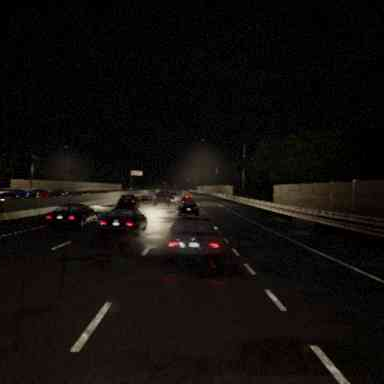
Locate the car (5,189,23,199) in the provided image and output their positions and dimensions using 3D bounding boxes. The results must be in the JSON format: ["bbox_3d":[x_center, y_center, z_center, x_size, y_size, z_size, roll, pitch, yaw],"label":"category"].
[{"bbox_3d":[-28.783,0.277,54.669,1.882,1.535,5.008,2,1,-1],"label":"car"}]

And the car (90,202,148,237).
[{"bbox_3d":[-3.563,1.525,17.929,2.033,1.411,5.357,2,0,-1],"label":"car"}]

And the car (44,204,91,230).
[{"bbox_3d":[-7.100,1.409,20.262,2.033,1.411,5.357,2,0,-1],"label":"car"}]

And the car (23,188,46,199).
[{"bbox_3d":[-25.290,0.264,54.834,2.097,1.767,4.553,2,1,-1],"label":"car"}]

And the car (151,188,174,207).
[{"bbox_3d":[-4.085,0.927,46.774,2.150,2.045,5.566,2,1,-1],"label":"car"}]

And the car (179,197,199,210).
[{"bbox_3d":[-0.329,1.566,33.203,1.994,1.385,4.181,2,1,-1],"label":"car"}]

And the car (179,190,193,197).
[{"bbox_3d":[-0.916,0.968,61.117,2.097,1.767,4.553,2,1,-1],"label":"car"}]

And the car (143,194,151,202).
[{"bbox_3d":[-7.842,0.984,57.835,2.033,1.411,5.357,2,1,-1],"label":"car"}]

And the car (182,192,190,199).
[{"bbox_3d":[-1.489,0.787,82.796,1.882,1.535,5.008,2,1,-2],"label":"car"}]

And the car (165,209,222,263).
[{"bbox_3d":[0.020,1.629,12.398,2.033,1.411,5.357,2,0,-1],"label":"car"}]

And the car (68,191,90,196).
[{"bbox_3d":[-18.305,0.637,54.970,1.837,1.490,4.892,2,1,-1],"label":"car"}]

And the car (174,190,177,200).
[{"bbox_3d":[-4.600,0.965,68.297,1.994,1.385,4.181,2,1,-1],"label":"car"}]

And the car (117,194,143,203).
[{"bbox_3d":[-7.438,1.049,39.406,2.097,1.767,4.553,2,1,-1],"label":"car"}]

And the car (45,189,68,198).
[{"bbox_3d":[-21.799,0.525,54.871,1.837,1.490,4.892,2,1,-1],"label":"car"}]
